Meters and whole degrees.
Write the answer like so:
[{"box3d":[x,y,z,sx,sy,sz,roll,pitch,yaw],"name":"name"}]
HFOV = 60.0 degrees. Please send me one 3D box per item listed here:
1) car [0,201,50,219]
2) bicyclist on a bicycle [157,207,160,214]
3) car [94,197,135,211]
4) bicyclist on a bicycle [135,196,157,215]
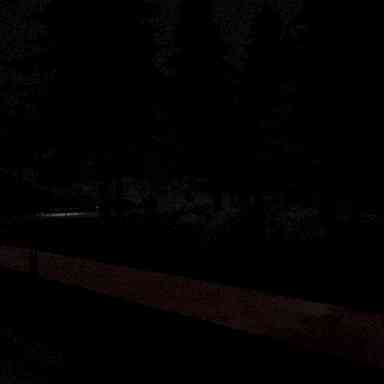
[{"box3d":[-14.350,1.437,27.422,1.895,1.301,4.718,0,0,35],"name":"car"},{"box3d":[-3.529,1.142,28.924,1.656,1.620,0.582,0,0,22],"name":"bicyclist on a bicycle"},{"box3d":[-8.295,1.328,35.907,2.128,1.511,4.902,0,0,36],"name":"car"},{"box3d":[-4.091,1.141,28.441,1.656,1.620,0.582,0,0,15],"name":"bicyclist on a bicycle"}]
